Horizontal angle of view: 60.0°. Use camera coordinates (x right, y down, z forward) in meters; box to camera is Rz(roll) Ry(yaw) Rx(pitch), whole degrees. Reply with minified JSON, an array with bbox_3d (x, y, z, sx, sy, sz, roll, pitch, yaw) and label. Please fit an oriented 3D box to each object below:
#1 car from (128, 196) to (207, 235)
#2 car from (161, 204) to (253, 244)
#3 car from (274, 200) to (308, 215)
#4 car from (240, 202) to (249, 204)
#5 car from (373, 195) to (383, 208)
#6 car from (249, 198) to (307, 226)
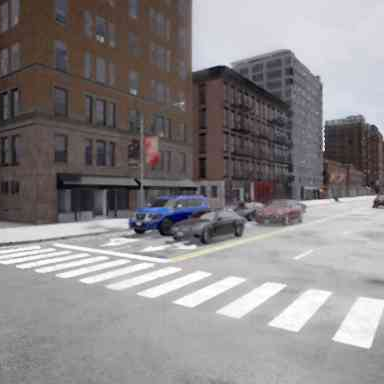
[{"bbox_3d":[-1.077,1.244,18.965,2.150,2.045,5.566,0,0,36],"label":"car"},{"bbox_3d":[0.898,1.532,16.140,1.812,1.442,4.674,0,0,38],"label":"car"},{"bbox_3d":[10.516,1.561,35.076,1.895,1.301,4.718,0,0,36],"label":"car"},{"bbox_3d":[4.604,1.518,26.863,1.812,1.442,4.674,0,0,36],"label":"car"},{"bbox_3d":[25.942,1.220,45.082,2.097,1.767,4.553,0,0,36],"label":"car"},{"bbox_3d":[6.181,1.331,23.487,2.097,1.767,4.553,0,0,36],"label":"car"}]
